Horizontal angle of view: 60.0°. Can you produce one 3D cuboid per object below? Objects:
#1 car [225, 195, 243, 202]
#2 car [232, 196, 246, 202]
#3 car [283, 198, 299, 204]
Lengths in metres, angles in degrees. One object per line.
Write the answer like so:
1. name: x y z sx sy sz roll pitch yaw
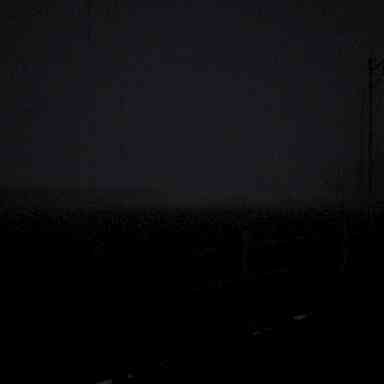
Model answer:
1. car: 10.034 1.747 77.209 2.150 2.045 5.566 1 -1 -36
2. car: 11.122 2.159 71.024 1.994 1.385 4.181 1 -1 -36
3. car: 19.116 1.927 64.711 1.837 1.490 4.892 1 -1 -36
